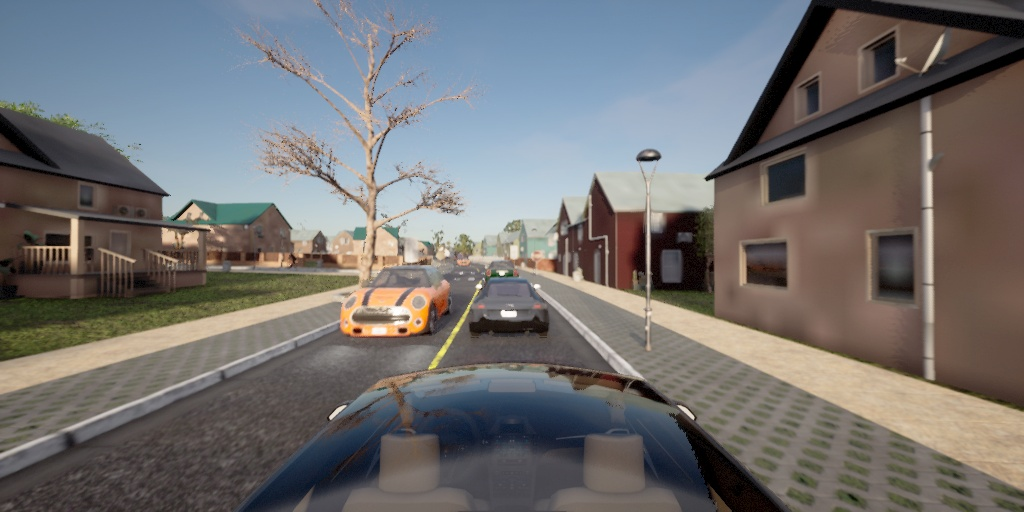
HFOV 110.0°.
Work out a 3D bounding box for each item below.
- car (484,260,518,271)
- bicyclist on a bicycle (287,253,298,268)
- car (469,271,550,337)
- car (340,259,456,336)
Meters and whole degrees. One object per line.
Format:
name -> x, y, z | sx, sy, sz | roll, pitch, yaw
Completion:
car -> -0.693, 1.027, 22.987 | 2.097, 1.767, 4.553 | 0, 0, -3
bicyclist on a bicycle -> -23.205, 0.493, 37.869 | 0.582, 1.620, 1.656 | 1, 0, 6
car -> -0.102, 1.284, 10.167 | 1.994, 1.385, 4.181 | 0, 0, -1
car -> -3.019, 1.071, 10.249 | 2.097, 1.767, 4.553 | 0, 0, -2
